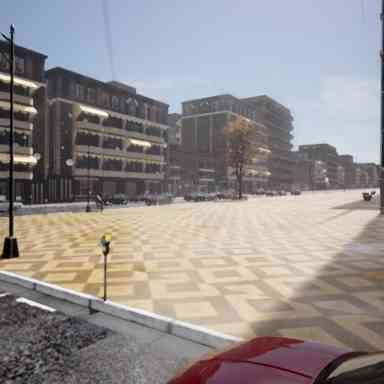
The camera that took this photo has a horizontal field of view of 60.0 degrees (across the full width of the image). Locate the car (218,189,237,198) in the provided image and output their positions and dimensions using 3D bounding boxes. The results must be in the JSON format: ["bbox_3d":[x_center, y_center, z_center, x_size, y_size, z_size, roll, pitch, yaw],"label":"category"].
[{"bbox_3d":[8.016,0.216,74.635,2.192,1.841,5.009,2,2,35],"label":"car"}]

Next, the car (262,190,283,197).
[{"bbox_3d":[18.073,0.437,74.448,2.008,1.369,4.403,2,2,35],"label":"car"}]

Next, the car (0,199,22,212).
[{"bbox_3d":[-18.797,1.317,31.412,1.895,1.301,4.718,1,1,35],"label":"car"}]

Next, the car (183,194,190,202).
[{"bbox_3d":[0.760,0.822,54.105,2.033,1.411,5.357,1,1,35],"label":"car"}]

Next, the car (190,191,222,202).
[{"bbox_3d":[2.217,0.868,51.558,2.008,1.369,4.403,2,2,35],"label":"car"}]

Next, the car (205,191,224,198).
[{"bbox_3d":[4.745,0.515,69.923,1.752,1.417,4.829,2,2,35],"label":"car"}]

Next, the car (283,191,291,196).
[{"bbox_3d":[21.244,0.351,79.025,2.008,1.369,4.403,2,2,35],"label":"car"}]

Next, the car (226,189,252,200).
[{"bbox_3d":[8.657,0.666,60.853,1.752,1.417,4.829,2,2,35],"label":"car"}]

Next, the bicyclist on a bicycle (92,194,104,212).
[{"bbox_3d":[-8.694,1.010,30.646,1.656,1.620,0.582,0,1,35],"label":"bicyclist on a bicycle"}]

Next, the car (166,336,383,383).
[{"bbox_3d":[1.756,1.545,1.612,4.507,1.381,1.887,0,0,36],"label":"car"}]

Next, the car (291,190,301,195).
[{"bbox_3d":[27.587,0.069,88.178,1.967,1.590,4.097,2,2,35],"label":"car"}]

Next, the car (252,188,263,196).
[{"bbox_3d":[17.529,-0.041,88.368,2.192,1.841,5.009,2,2,35],"label":"car"}]

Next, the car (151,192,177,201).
[{"bbox_3d":[-4.671,0.797,56.330,2.008,1.369,4.403,2,2,35],"label":"car"}]

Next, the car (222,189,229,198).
[{"bbox_3d":[6.619,0.661,62.656,2.033,1.411,5.357,1,1,35],"label":"car"}]

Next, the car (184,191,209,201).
[{"bbox_3d":[0.831,0.687,59.569,2.128,1.511,4.902,1,1,35],"label":"car"}]

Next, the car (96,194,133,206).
[{"bbox_3d":[-10.416,0.989,43.501,1.837,1.490,4.892,1,1,35],"label":"car"}]

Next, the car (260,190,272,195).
[{"bbox_3d":[20.697,0.103,92.953,1.887,1.381,4.507,2,2,35],"label":"car"}]

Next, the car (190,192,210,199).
[{"bbox_3d":[1.671,0.639,65.486,1.947,1.339,4.313,2,2,35],"label":"car"}]

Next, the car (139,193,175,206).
[{"bbox_3d":[-4.125,1.042,42.402,2.008,1.369,4.403,2,2,35],"label":"car"}]

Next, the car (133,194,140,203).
[{"bbox_3d":[-7.842,0.899,51.752,1.947,1.339,4.313,2,2,35],"label":"car"}]
